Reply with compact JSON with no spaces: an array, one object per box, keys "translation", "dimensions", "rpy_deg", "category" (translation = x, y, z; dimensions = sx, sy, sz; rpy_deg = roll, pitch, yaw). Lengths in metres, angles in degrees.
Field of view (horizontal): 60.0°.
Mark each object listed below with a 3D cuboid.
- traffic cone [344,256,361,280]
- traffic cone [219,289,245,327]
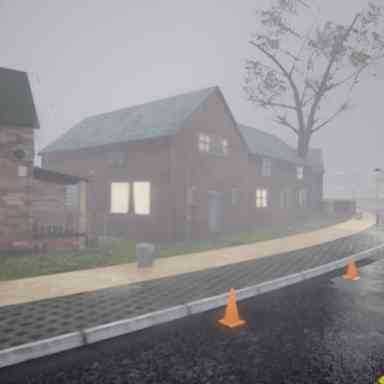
[{"translation":[4.362,2.038,9.061],"dimensions":[0.340,0.580,0.340],"rpy_deg":[0,-1,-43],"category":"traffic cone"},{"translation":[0.712,2.008,5.885],"dimensions":[0.340,0.580,0.340],"rpy_deg":[0,-1,-39],"category":"traffic cone"}]
